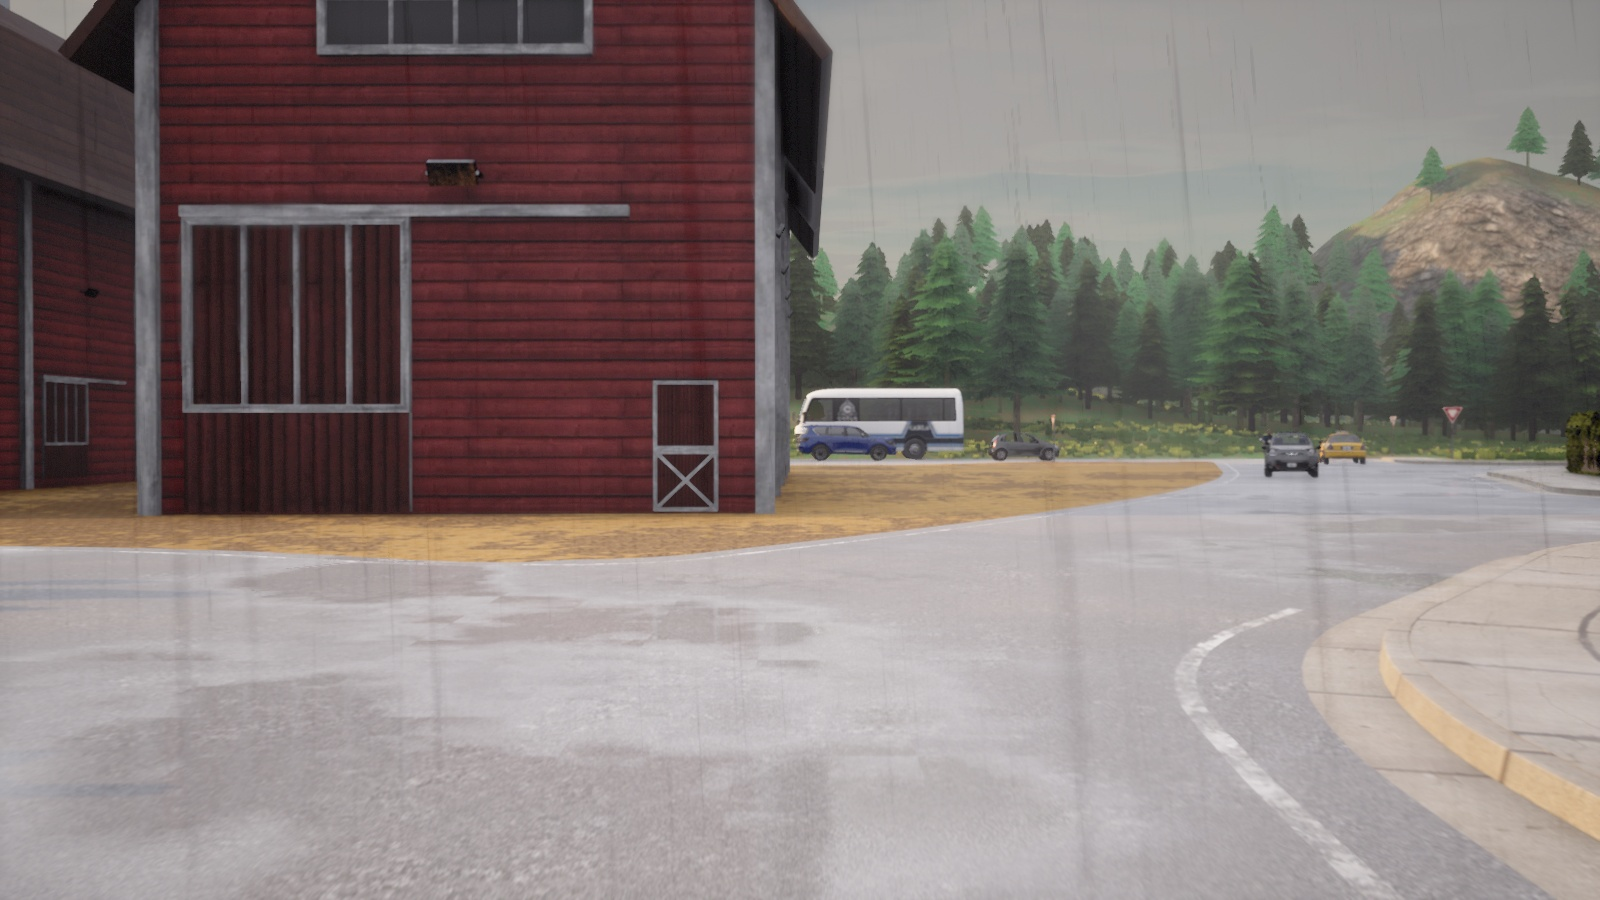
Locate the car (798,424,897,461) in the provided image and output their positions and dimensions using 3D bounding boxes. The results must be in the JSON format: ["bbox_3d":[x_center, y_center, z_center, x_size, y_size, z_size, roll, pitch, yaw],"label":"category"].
[{"bbox_3d":[2.697,-0.424,71.815,5.566,2.045,2.150,1,1,1],"label":"car"}]

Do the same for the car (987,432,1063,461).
[{"bbox_3d":[12.806,-0.232,71.680,3.988,1.617,1.851,0,1,1],"label":"car"}]

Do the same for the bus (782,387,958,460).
[{"bbox_3d":[4.122,-1.549,75.286,10.273,4.253,3.944,0,1,1],"label":"bus"}]

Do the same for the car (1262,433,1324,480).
[{"bbox_3d":[16.508,0.184,42.182,1.845,1.501,3.633,0,1,20],"label":"car"}]

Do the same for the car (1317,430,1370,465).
[{"bbox_3d":[25.565,-0.129,59.209,1.801,1.575,5.366,0,1,18],"label":"car"}]
